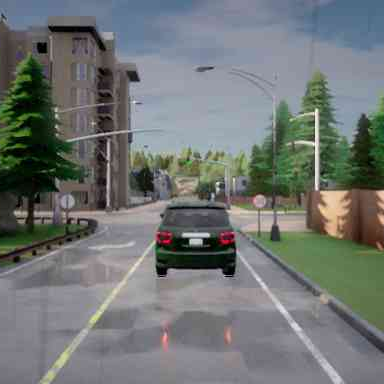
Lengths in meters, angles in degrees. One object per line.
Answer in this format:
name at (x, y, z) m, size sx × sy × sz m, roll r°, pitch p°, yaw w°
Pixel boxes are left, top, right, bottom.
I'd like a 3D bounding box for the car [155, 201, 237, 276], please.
car at (0.098, 1.278, 10.654) m, size 2.150 × 2.045 × 5.566 m, roll 0°, pitch 0°, yaw 0°
